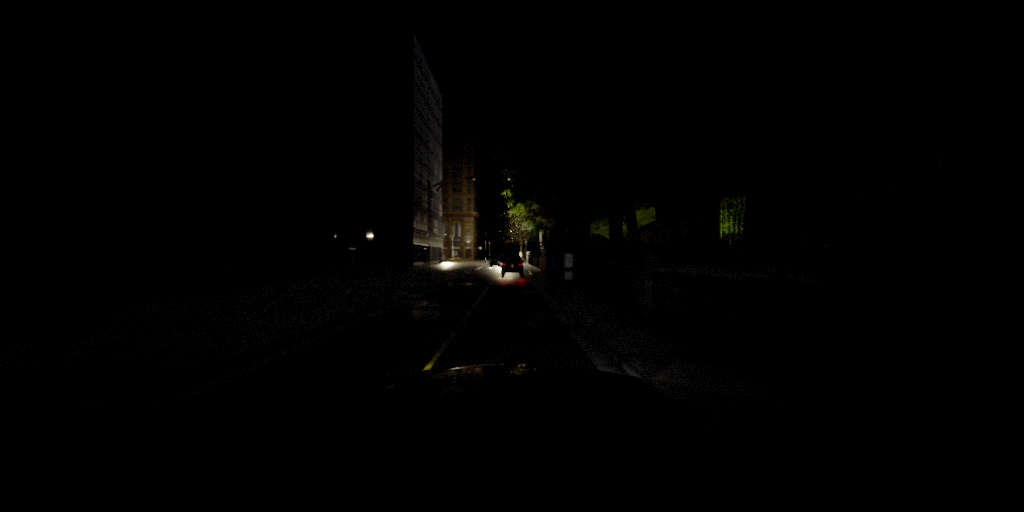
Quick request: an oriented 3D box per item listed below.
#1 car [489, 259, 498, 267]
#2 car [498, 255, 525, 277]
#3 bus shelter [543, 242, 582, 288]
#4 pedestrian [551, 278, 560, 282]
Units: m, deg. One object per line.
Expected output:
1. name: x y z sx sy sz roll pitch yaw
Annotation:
1. car: -3.025 1.263 63.740 2.033 1.411 5.357 0 0 0
2. car: 0.039 0.957 34.933 2.150 2.045 5.566 0 0 0
3. bus shelter: 3.131 0.610 22.270 1.920 2.740 3.880 0 0 0
4. pedestrian: 3.024 0.876 24.804 0.375 1.860 0.375 0 0 -15
